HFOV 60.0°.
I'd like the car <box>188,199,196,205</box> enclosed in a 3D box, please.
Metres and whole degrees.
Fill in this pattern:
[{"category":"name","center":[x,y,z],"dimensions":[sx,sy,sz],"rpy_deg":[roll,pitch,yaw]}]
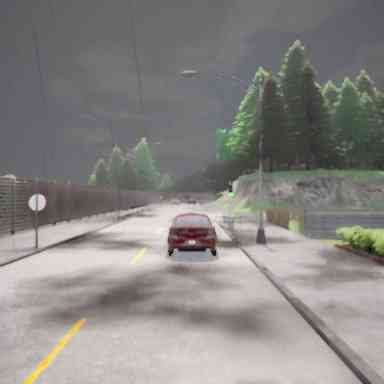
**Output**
[{"category":"car","center":[-0.010,2.459,84.593],"dimensions":[1.837,1.490,4.892],"rpy_deg":[0,-1,0]}]

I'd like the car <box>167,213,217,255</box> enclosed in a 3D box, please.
[{"category":"car","center":[0.023,1.640,14.200],"dimensions":[1.882,1.535,5.008],"rpy_deg":[0,0,0]}]

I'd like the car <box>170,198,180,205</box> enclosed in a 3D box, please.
[{"category":"car","center":[-4.009,2.242,78.156],"dimensions":[2.097,1.767,4.553],"rpy_deg":[0,-1,0]}]
